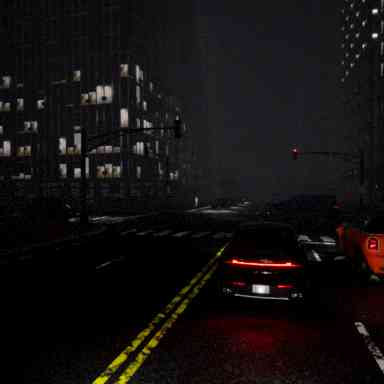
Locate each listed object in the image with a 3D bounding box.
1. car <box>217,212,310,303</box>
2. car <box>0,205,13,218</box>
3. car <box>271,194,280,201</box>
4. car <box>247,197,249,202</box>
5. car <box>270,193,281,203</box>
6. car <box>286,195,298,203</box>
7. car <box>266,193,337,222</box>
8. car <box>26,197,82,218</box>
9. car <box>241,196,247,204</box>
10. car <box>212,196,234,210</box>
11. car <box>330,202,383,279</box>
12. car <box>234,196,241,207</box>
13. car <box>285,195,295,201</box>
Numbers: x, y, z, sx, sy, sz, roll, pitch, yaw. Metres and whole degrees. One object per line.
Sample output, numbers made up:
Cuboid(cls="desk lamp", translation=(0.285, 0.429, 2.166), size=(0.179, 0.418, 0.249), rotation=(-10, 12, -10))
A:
Cuboid(cls="car", translation=(1.839, 1.501, 8.342), size=(1.837, 1.490, 4.892), rotation=(0, 0, 14))
Cuboid(cls="car", translation=(-16.809, 1.434, 27.175), size=(4.313, 1.339, 1.947), rotation=(1, 1, 15))
Cuboid(cls="car", translation=(20.215, 1.236, 80.349), size=(1.882, 1.535, 5.008), rotation=(0, 0, 14))
Cuboid(cls="car", translation=(10.993, 1.497, 70.504), size=(1.994, 1.385, 4.181), rotation=(0, 0, 14))
Cuboid(cls="car", translation=(17.647, 1.158, 70.284), size=(2.150, 2.045, 5.566), rotation=(0, 0, 14))
Cuboid(cls="car", translation=(20.816, 1.464, 69.539), size=(2.128, 1.511, 4.902), rotation=(0, 0, 14))
Cuboid(cls="car", translation=(8.674, 1.217, 26.321), size=(5.566, 2.045, 2.150), rotation=(1, 1, 15))
Cuboid(cls="car", translation=(-11.808, 1.216, 28.622), size=(4.553, 1.767, 2.097), rotation=(1, 1, 15))
Cuboid(cls="car", translation=(8.455, 1.482, 60.844), size=(1.812, 1.442, 4.674), rotation=(0, 0, 15))
Cuboid(cls="car", translation=(3.843, 1.501, 42.864), size=(1.812, 1.442, 4.674), rotation=(0, 0, 14))
Cuboid(cls="car", translation=(5.707, 1.347, 9.950), size=(2.097, 1.767, 4.553), rotation=(0, 0, 14))
Cuboid(cls="car", translation=(6.132, 1.471, 51.846), size=(1.837, 1.490, 4.892), rotation=(0, 0, 14))
Cuboid(cls="car", translation=(23.364, 1.465, 79.544), size=(2.033, 1.411, 5.357), rotation=(0, 0, 14))
